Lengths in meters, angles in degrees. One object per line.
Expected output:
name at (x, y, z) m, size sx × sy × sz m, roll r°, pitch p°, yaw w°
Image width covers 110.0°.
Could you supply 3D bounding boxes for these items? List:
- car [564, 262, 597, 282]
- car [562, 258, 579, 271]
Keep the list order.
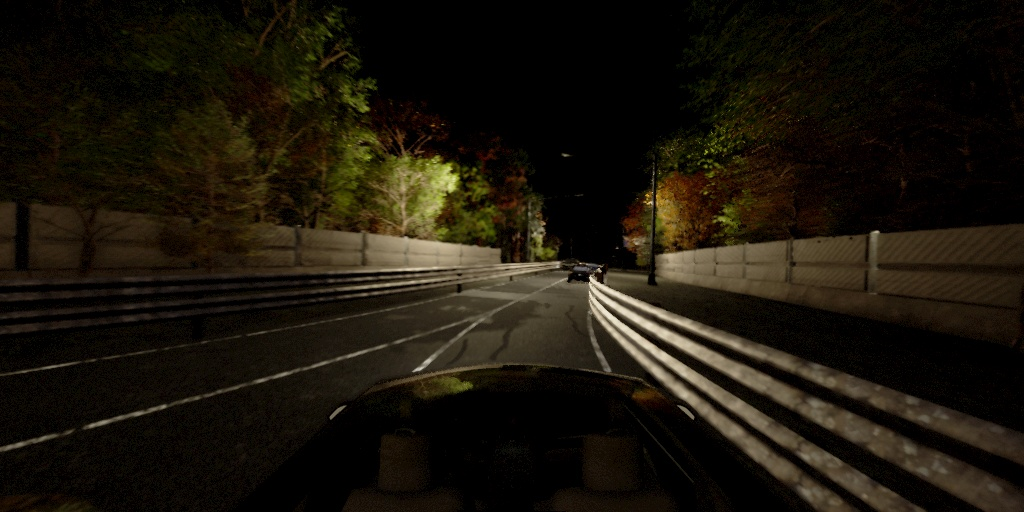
car at (5.911, 1.489, 30.447) m, size 1.994 × 1.385 × 4.181 m, roll 2°, pitch 0°, yaw 15°
car at (9.164, 1.285, 55.298) m, size 2.150 × 2.045 × 5.566 m, roll 2°, pitch 0°, yaw 16°
